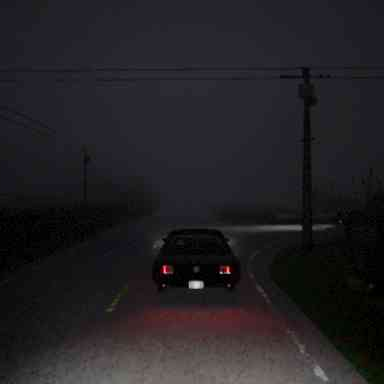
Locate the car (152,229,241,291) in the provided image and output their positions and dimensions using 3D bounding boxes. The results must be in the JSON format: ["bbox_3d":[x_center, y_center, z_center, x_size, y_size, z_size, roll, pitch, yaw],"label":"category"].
[{"bbox_3d":[0.100,1.663,9.170,1.895,1.301,4.718,0,0,0],"label":"car"}]

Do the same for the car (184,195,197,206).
[{"bbox_3d":[-0.235,1.644,63.477,2.150,2.045,5.566,0,0,-1],"label":"car"}]

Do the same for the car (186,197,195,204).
[{"bbox_3d":[-0.337,1.829,74.004,1.837,1.490,4.892,0,0,-1],"label":"car"}]

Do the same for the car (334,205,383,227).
[{"bbox_3d":[11.696,1.503,21.219,4.718,1.301,1.895,-2,0,1],"label":"car"}]
